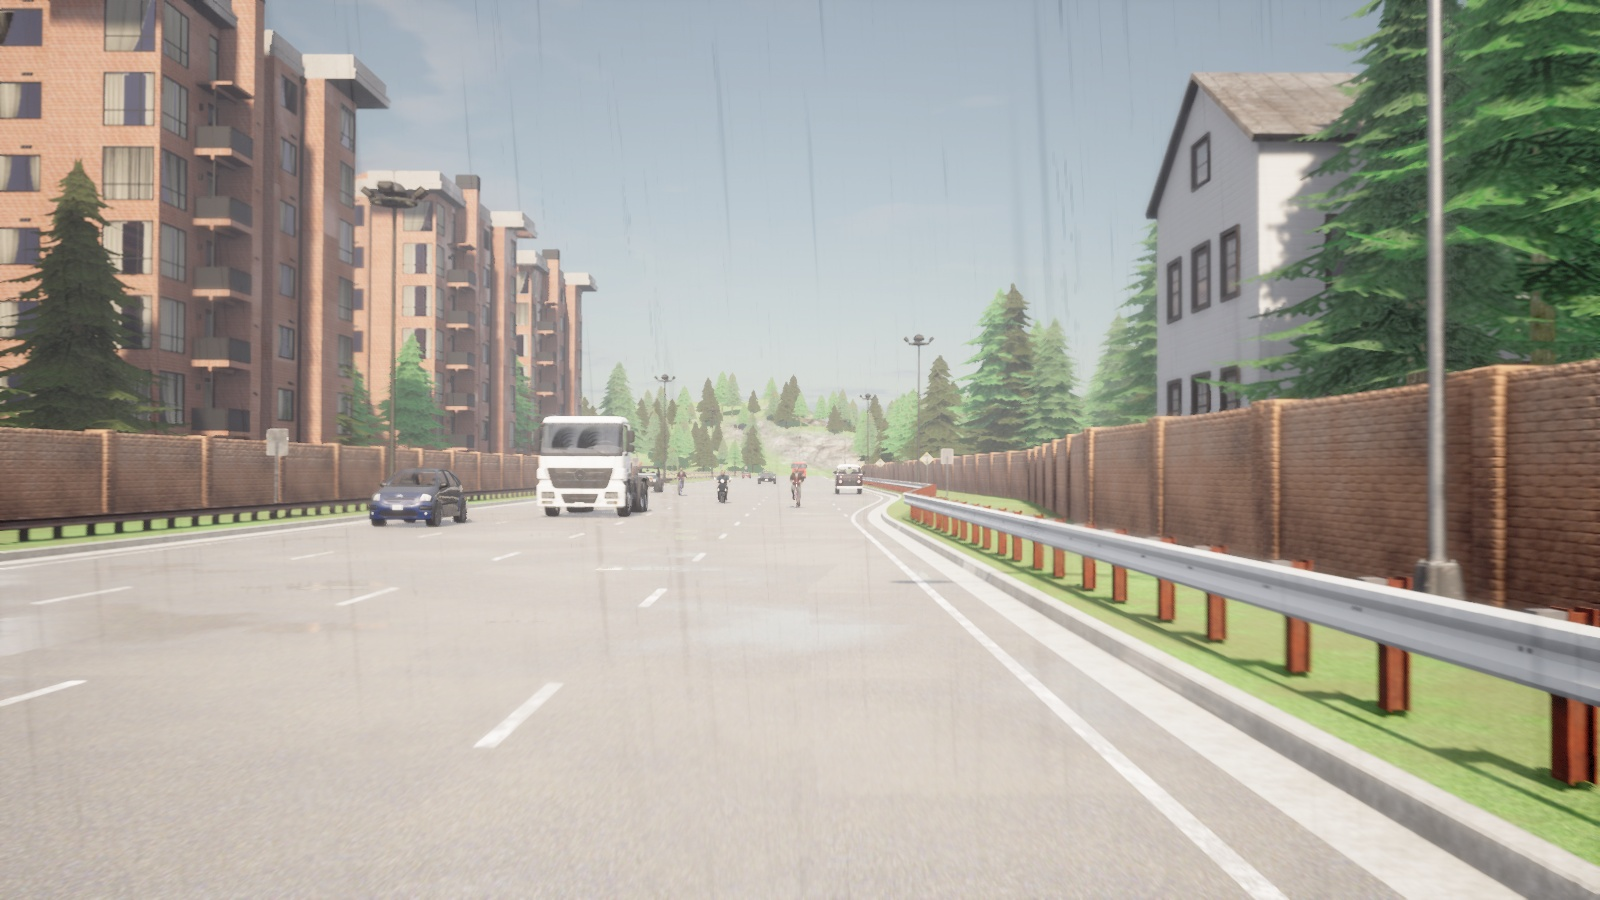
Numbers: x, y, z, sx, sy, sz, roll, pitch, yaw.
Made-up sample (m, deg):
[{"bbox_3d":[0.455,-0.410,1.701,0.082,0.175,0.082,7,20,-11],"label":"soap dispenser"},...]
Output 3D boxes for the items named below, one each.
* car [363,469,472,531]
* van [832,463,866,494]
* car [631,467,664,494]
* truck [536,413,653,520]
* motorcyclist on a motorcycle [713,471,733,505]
[{"bbox_3d":[-10.586,1.341,35.062,1.851,1.617,3.988,0,-1,0],"label":"car"},{"bbox_3d":[3.292,1.948,85.060,2.069,2.038,4.480,0,-1,0],"label":"van"},{"bbox_3d":[-10.716,2.132,88.456,1.905,1.878,3.866,0,-1,0],"label":"car"},{"bbox_3d":[-7.112,0.607,44.594,2.891,3.462,7.936,0,-1,0],"label":"truck"},{"bbox_3d":[-3.645,1.778,59.554,0.866,1.590,1.817,0,-1,0],"label":"motorcyclist on a motorcycle"}]
